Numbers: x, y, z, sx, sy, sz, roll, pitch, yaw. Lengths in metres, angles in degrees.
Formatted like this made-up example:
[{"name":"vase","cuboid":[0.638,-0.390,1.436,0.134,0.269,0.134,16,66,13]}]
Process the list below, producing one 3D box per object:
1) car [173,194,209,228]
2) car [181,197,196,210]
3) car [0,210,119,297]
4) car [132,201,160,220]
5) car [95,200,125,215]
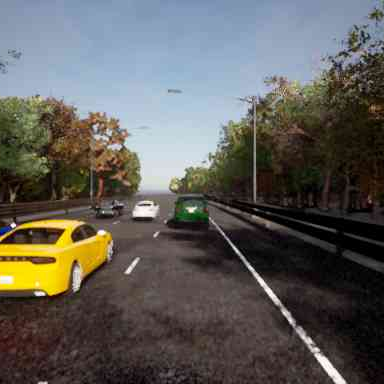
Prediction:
[{"name":"car","cuboid":[-0.077,1.170,21.803,2.150,2.045,5.566,0,0,-1]},{"name":"car","cuboid":[-0.516,1.434,42.097,1.812,1.442,4.674,0,0,-2]},{"name":"car","cuboid":[-3.440,1.458,8.597,1.882,1.535,5.008,0,0,0]},{"name":"car","cuboid":[-3.664,1.464,26.902,1.812,1.442,4.674,0,0,-1]},{"name":"car","cuboid":[-7.215,1.425,29.395,2.128,1.511,4.902,0,0,-1]}]
